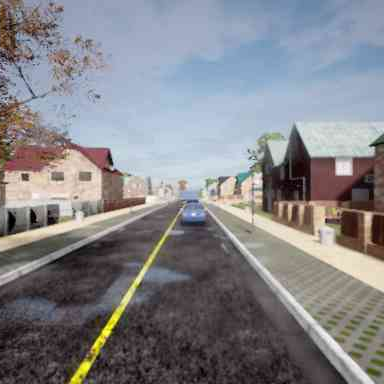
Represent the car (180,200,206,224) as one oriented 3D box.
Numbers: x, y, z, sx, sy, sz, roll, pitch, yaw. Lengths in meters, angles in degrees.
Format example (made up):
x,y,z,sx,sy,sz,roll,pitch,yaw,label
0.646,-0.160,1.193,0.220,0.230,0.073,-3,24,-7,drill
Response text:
x,y,z,sx,sy,sz,roll,pitch,yaw,label
0.102,1.568,24.817,2.033,1.411,5.357,0,0,0,car
